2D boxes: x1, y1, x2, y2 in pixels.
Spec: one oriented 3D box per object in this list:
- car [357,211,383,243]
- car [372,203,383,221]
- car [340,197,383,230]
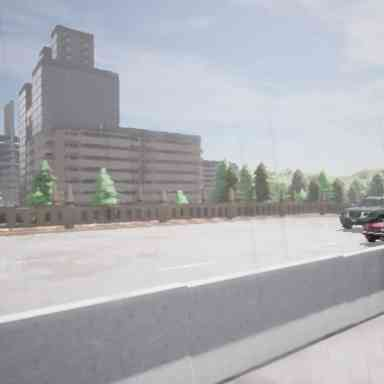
[{"bbox_3d":[9.879,1.672,15.343,4.718,1.301,1.895,0,0,-36],"label":"car"},{"bbox_3d":[18.384,1.839,30.005,4.892,1.490,1.837,3,-2,-35],"label":"car"},{"bbox_3d":[11.637,1.311,20.896,5.566,2.045,2.150,0,0,-35],"label":"car"}]
